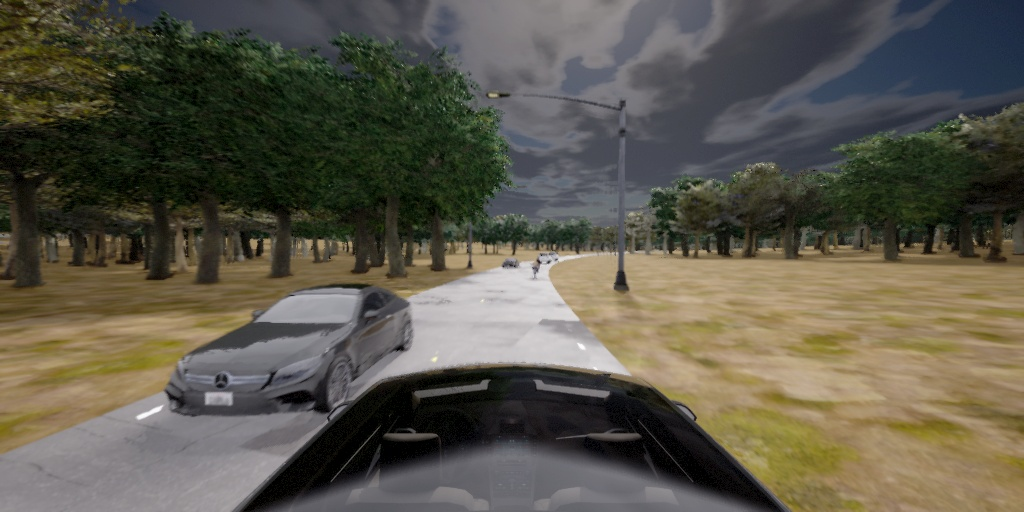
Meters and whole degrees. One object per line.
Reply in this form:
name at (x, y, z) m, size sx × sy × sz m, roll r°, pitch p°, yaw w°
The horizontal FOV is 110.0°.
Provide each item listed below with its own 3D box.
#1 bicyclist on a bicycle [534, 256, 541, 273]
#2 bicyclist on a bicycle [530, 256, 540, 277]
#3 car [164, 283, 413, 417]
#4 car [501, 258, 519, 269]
bicyclist on a bicycle at (2.740, 0.875, 38.572) m, size 0.659 × 1.776 × 1.843 m, roll 1°, pitch 1°, yaw 6°
bicyclist on a bicycle at (1.915, 1.017, 29.762) m, size 0.866 × 1.612 × 1.509 m, roll 1°, pitch 1°, yaw 5°
car at (-3.044, 1.235, 6.098) m, size 1.812 × 1.442 × 4.674 m, roll 0°, pitch 0°, yaw 1°
car at (-0.122, 0.916, 47.451) m, size 2.033 × 1.411 × 5.357 m, roll 1°, pitch 1°, yaw 8°
